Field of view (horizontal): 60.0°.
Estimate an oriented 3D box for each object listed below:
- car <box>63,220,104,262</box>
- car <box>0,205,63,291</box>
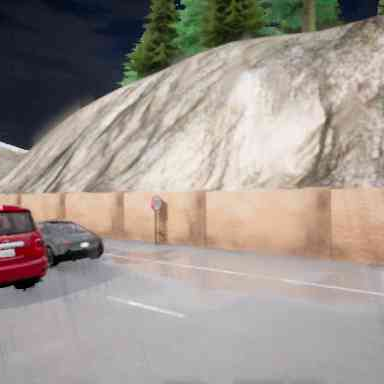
[{"bbox_3d":[-5.099,1.704,11.924,4.181,1.385,1.994,-1,-1,35],"label":"car"},{"bbox_3d":[-5.831,1.341,8.148,5.566,2.045,2.150,-1,-1,35],"label":"car"}]
